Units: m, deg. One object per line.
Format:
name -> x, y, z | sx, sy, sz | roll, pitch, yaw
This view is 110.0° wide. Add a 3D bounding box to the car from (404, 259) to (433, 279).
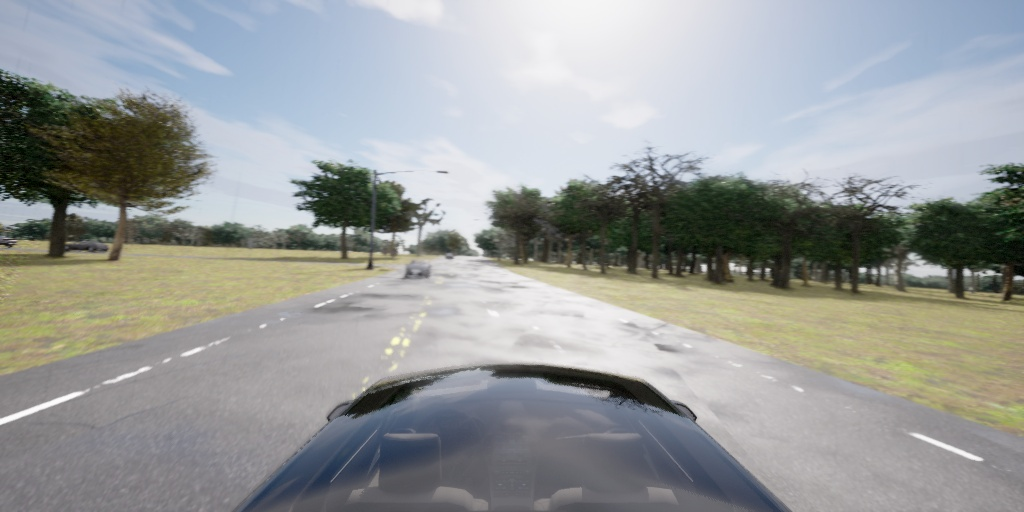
car -> -7.475, 1.011, 28.981 | 2.128, 1.511, 4.902 | 3, 0, -9
